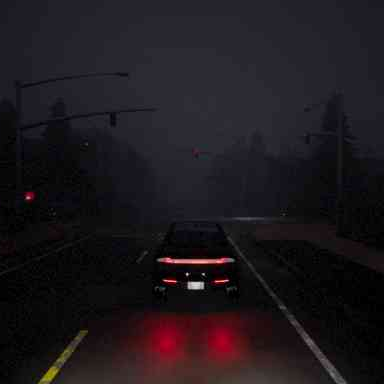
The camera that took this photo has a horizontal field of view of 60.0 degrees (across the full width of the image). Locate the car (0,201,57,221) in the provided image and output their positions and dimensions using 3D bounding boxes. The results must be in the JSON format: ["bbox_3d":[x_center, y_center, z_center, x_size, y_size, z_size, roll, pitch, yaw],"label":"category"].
[{"bbox_3d":[-13.590,1.520,26.968,4.892,1.490,1.837,0,0,-2],"label":"car"}]

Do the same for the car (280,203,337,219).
[{"bbox_3d":[10.020,1.582,28.421,4.718,1.301,1.895,0,0,-5],"label":"car"}]

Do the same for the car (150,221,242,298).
[{"bbox_3d":[0.091,1.492,8.487,2.128,1.511,4.902,0,0,1],"label":"car"}]
